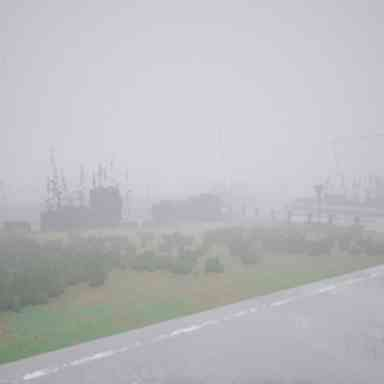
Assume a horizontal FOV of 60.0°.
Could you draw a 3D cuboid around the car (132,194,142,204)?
[{"bbox_3d":[-10.439,1.014,53.031,2.097,1.767,4.553,0,-3,-36],"label":"car"}]
